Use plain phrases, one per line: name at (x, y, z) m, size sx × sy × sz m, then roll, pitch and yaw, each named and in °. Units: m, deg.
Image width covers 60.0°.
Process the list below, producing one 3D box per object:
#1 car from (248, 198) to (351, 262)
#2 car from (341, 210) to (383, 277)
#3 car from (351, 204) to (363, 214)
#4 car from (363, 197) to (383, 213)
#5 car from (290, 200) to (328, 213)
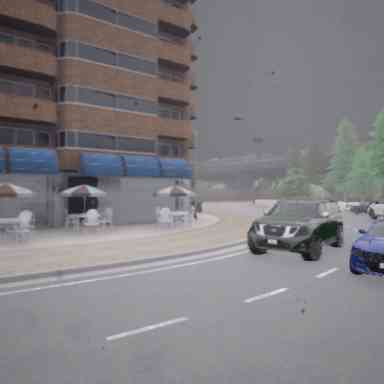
car at (4.219, 1.258, 12.791) m, size 2.150 × 2.045 × 5.566 m, roll 0°, pitch 0°, yaw 37°
car at (6.218, 1.510, 9.832) m, size 1.882 × 1.535 × 5.008 m, roll 0°, pitch 0°, yaw 40°
car at (18.671, 1.653, 34.059) m, size 2.033 × 1.411 × 5.357 m, roll 0°, pitch 0°, yaw -11°
car at (15.858, 1.307, 25.784) m, size 2.150 × 2.045 × 5.566 m, roll 0°, pitch 0°, yaw 4°
car at (13.556, 1.666, 38.794) m, size 1.994 × 1.385 × 4.181 m, roll 0°, pitch 0°, yaw -20°
